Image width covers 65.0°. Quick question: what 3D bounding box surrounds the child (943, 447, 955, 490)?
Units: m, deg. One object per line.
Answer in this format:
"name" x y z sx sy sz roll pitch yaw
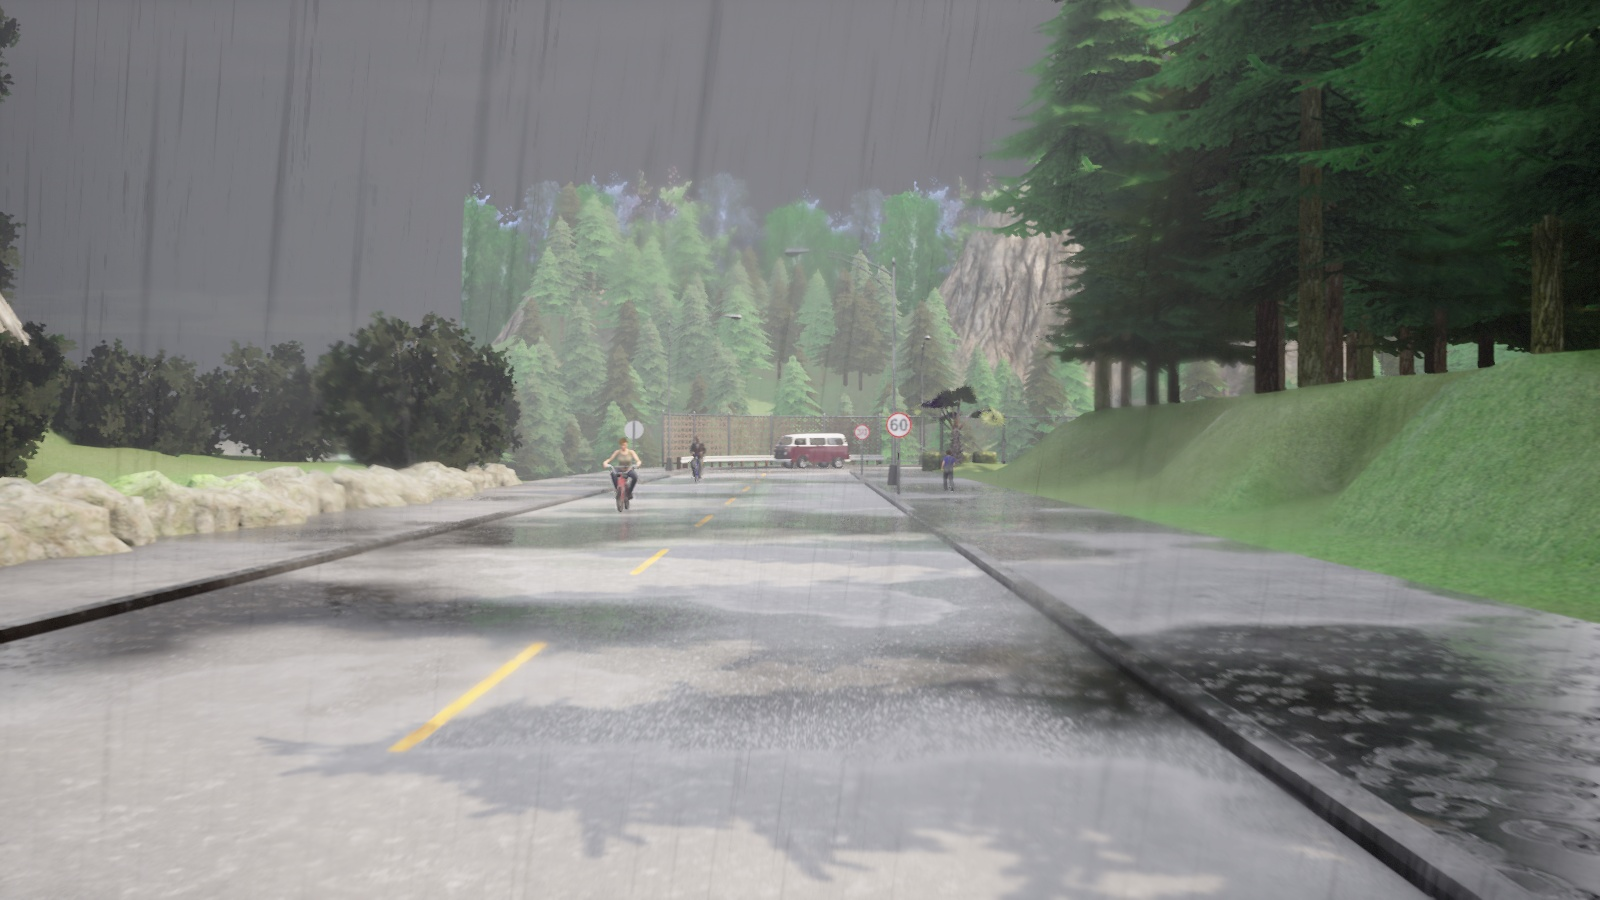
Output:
"child" 4.360 0.533 36.760 0.270 1.263 0.437 0 0 -4

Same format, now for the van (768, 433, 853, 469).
"van" 0.627 0.064 72.464 4.480 2.038 2.069 0 0 -33

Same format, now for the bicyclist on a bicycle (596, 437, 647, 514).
"bicyclist on a bicycle" -3.833 0.527 27.067 0.866 1.612 1.509 0 0 0
